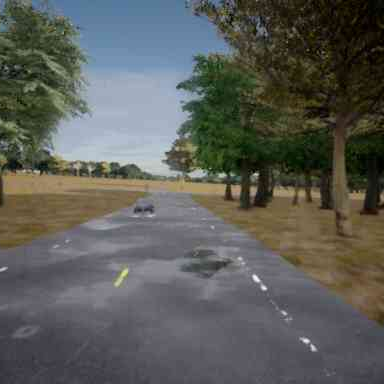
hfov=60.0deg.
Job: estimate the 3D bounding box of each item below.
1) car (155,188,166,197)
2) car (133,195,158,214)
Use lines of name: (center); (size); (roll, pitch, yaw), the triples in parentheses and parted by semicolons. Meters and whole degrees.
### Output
car: (-6.899, 0.082, 73.783); (2.150, 2.045, 5.566); (0, 2, -3)
car: (-4.708, 1.352, 33.341); (1.837, 1.490, 4.892); (0, 0, -3)
